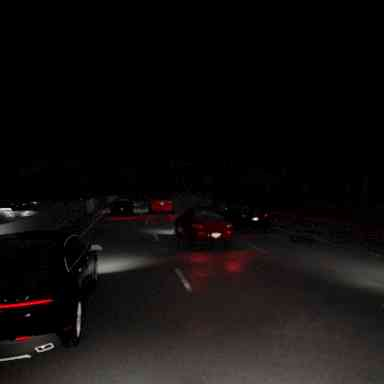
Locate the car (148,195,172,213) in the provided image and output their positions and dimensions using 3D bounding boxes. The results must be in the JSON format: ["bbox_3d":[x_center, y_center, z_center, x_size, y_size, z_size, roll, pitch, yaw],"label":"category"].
[{"bbox_3d":[-3.162,1.082,32.513,2.097,1.767,4.553,0,1,-11],"label":"car"}]

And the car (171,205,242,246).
[{"bbox_3d":[0.420,1.402,14.547,1.812,1.442,4.674,0,0,-11],"label":"car"}]

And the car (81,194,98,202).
[{"bbox_3d":[-16.535,1.063,54.040,1.837,1.490,4.892,0,0,0],"label":"car"}]

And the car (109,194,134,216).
[{"bbox_3d":[-6.212,1.231,29.725,1.882,1.535,5.008,0,0,-11],"label":"car"}]

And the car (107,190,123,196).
[{"bbox_3d":[-17.693,0.459,77.593,2.150,2.045,5.566,0,0,11],"label":"car"}]

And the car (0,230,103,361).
[{"bbox_3d":[-2.800,1.455,6.025,1.837,1.490,4.892,0,0,-11],"label":"car"}]

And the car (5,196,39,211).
[{"bbox_3d":[-18.273,1.207,36.420,1.837,1.490,4.892,0,1,-10],"label":"car"}]

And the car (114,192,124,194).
[{"bbox_3d":[-8.557,1.131,43.085,2.128,1.511,4.902,0,0,-7],"label":"car"}]

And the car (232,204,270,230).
[{"bbox_3d":[2.971,1.398,19.642,1.994,1.385,4.181,0,0,-11],"label":"car"}]

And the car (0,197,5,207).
[{"bbox_3d":[-22.477,1.236,40.790,1.994,1.385,4.181,0,0,-8],"label":"car"}]
